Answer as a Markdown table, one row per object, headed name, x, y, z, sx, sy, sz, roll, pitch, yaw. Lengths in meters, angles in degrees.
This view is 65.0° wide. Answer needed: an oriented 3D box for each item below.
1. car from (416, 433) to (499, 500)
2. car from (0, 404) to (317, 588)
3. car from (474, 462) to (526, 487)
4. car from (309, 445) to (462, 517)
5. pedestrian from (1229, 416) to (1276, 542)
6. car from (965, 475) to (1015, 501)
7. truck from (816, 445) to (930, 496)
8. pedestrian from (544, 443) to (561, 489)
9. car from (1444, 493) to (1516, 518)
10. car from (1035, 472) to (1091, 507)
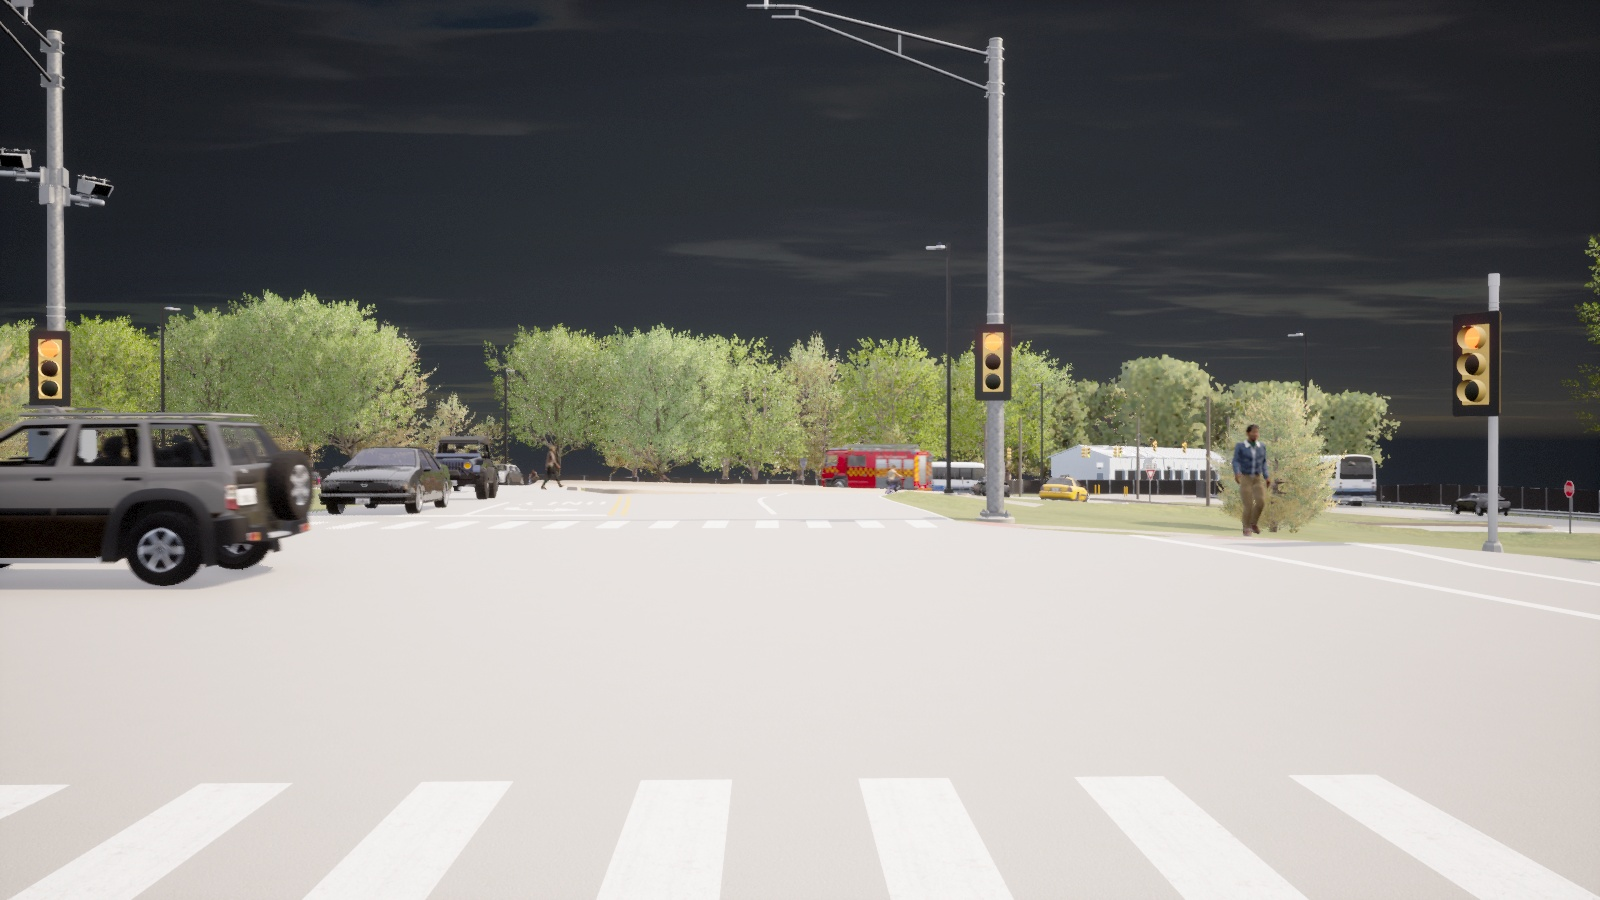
| name | x | y | z | sx | sy | sz | roll | pitch | yaw |
| --- | --- | --- | --- | --- | --- | --- | --- | --- | --- |
| car | -10.076 | 0.493 | 37.225 | 1.905 | 1.878 | 3.866 | 0 | -1 | -8 |
| car | -7.918 | 0.457 | 13.614 | 4.605 | 1.855 | 1.932 | 0 | 1 | 0 |
| car | -19.062 | 1.574 | 79.858 | 1.970 | 1.475 | 3.806 | -1 | -3 | 7 |
| car | -8.879 | 0.613 | 27.407 | 2.033 | 1.411 | 5.357 | 0 | 0 | -6 |
| pedestrian | 7.132 | 0.445 | 19.809 | 0.423 | 1.949 | 0.788 | 0 | 1 | -1 |
| car | 12.411 | 2.516 | 82.418 | 2.128 | 1.511 | 4.902 | 5 | -2 | -3 |
| truck | 5.637 | 1.527 | 97.824 | 8.468 | 3.827 | 2.891 | 0 | 0 | 33 |
| pedestrian | -9.985 | 0.661 | 50.727 | 0.634 | 1.846 | 0.331 | 0 | 1 | -21 |
| car | 44.882 | 3.613 | 83.007 | 2.128 | 1.511 | 4.902 | 0 | -1 | 0 |
| car | 13.665 | 2.093 | 65.014 | 1.801 | 1.575 | 5.366 | 2 | -2 | 22 |
